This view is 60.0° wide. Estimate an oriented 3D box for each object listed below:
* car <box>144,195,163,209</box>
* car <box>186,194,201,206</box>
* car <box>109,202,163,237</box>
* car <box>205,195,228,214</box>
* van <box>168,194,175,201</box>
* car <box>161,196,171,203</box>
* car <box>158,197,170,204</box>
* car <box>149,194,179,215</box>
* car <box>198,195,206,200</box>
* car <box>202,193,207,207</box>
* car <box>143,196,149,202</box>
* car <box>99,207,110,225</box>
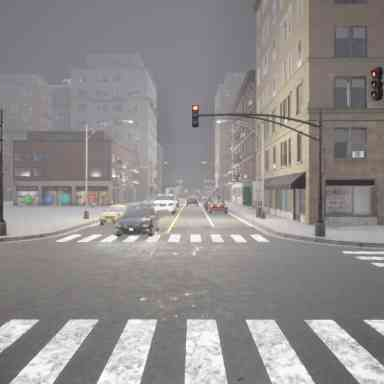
[{"bbox_3d":[-5.335,1.317,46.757,2.192,1.841,5.009,0,0,0],"label":"car"},{"bbox_3d":[0.062,1.508,54.044,1.837,1.490,4.892,0,0,0],"label":"car"},{"bbox_3d":[-2.828,1.505,17.971,1.837,1.490,4.892,0,0,0],"label":"car"},{"bbox_3d":[2.677,1.441,35.423,1.967,1.590,4.097,0,0,0],"label":"car"},{"bbox_3d":[-5.290,1.349,86.390,1.690,1.788,3.998,0,0,0],"label":"van"},{"bbox_3d":[-5.309,1.530,69.235,1.752,1.417,4.829,0,0,0],"label":"car"},{"bbox_3d":[-5.316,1.586,63.743,1.802,1.307,4.206,0,0,0],"label":"car"},{"bbox_3d":[-2.796,1.225,34.541,2.150,2.045,5.566,0,0,0],"label":"car"},{"bbox_3d":[2.742,1.575,92.042,1.947,1.339,4.313,0,0,0],"label":"car"},{"bbox_3d":[2.683,1.317,41.085,2.192,1.841,5.009,0,0,0],"label":"car"},{"bbox_3d":[-5.342,1.552,41.095,2.008,1.369,4.403,0,0,0],"label":"car"},{"bbox_3d":[-5.361,1.526,23.939,1.752,1.417,4.829,0,0,0],"label":"car"}]
